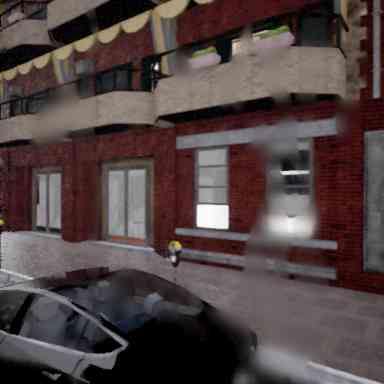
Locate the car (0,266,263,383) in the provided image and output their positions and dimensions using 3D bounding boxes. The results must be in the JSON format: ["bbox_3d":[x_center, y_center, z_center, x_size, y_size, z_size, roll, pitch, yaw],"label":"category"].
[{"bbox_3d":[-1.355,1.525,3.696,4.313,1.339,1.947,1,0,35],"label":"car"}]
